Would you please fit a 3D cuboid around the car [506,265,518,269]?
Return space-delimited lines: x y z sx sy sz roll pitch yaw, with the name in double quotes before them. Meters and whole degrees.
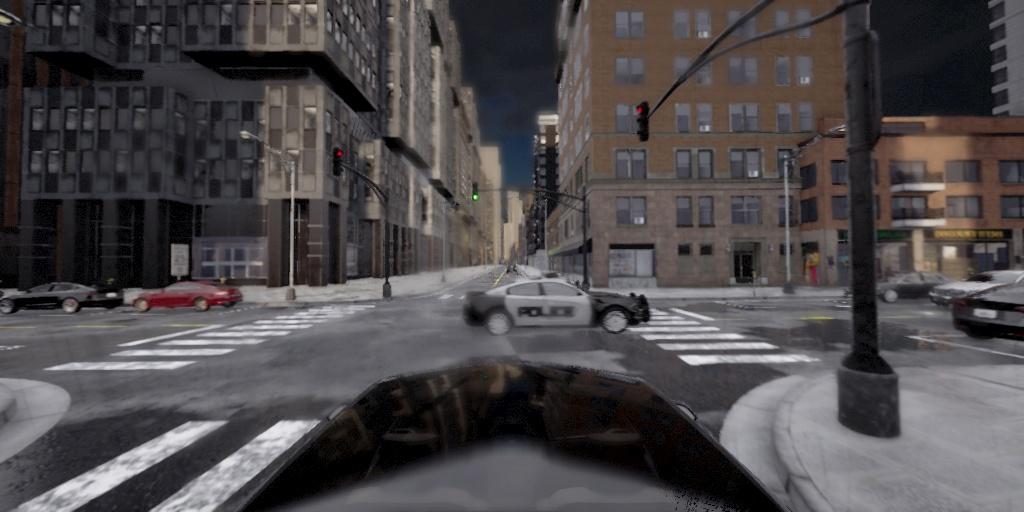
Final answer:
"car" 0.015 2.144 57.895 1.812 1.442 4.674 0 -1 0

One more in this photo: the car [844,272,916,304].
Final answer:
"car" 17.524 1.372 16.103 4.403 1.370 2.007 0 0 0

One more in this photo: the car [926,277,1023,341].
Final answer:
"car" 12.112 1.228 7.586 4.313 1.339 1.948 0 0 0

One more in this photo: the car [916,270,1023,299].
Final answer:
"car" 18.538 1.264 13.364 4.674 1.442 1.812 -1 -1 0

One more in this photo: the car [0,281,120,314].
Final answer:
"car" -20.109 1.819 16.144 4.313 1.339 1.948 0 0 0

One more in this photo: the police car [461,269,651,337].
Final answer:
"police car" 1.189 1.292 10.281 5.238 1.638 1.930 -1 -1 0

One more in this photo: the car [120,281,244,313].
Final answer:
"car" -14.460 1.772 16.137 4.207 1.307 1.802 0 0 0
